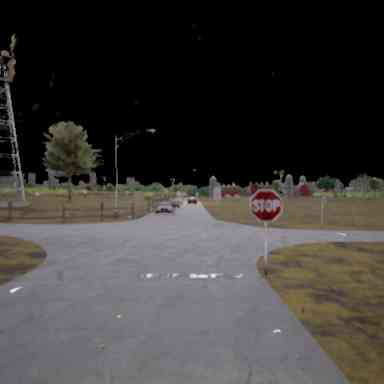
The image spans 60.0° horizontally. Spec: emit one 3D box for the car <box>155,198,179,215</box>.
[{"bbox_3d":[-2.805,1.676,35.689,1.994,1.385,4.181,0,0,0],"label":"car"}]

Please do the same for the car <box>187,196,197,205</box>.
[{"bbox_3d":[0.056,1.700,65.296,1.882,1.535,5.008,0,0,0],"label":"car"}]

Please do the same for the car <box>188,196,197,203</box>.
[{"bbox_3d":[0.065,1.654,75.723,1.994,1.385,4.181,0,0,0],"label":"car"}]

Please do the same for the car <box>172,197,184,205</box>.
[{"bbox_3d":[-2.715,1.709,64.370,2.128,1.511,4.902,0,0,1],"label":"car"}]

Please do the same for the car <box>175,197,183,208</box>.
[{"bbox_3d":[-2.779,1.760,49.791,1.895,1.301,4.718,0,0,0],"label":"car"}]
